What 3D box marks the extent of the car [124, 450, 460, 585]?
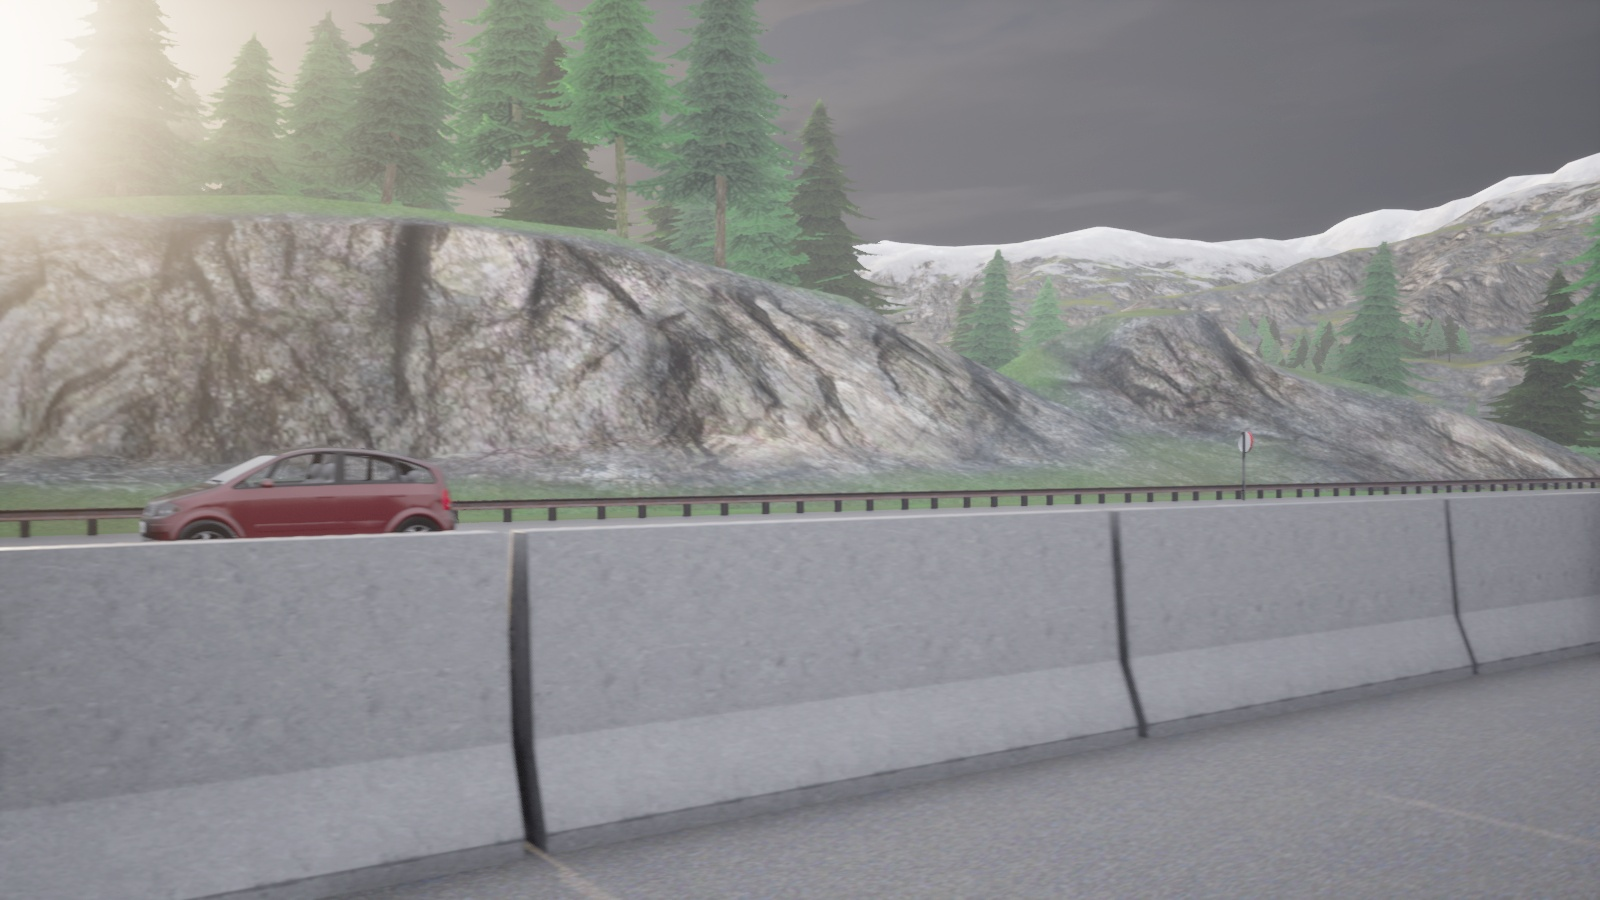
[{"bbox_3d":[-6.503,0.777,16.190,3.705,1.549,1.789,0,0,-35],"label":"car"}]
